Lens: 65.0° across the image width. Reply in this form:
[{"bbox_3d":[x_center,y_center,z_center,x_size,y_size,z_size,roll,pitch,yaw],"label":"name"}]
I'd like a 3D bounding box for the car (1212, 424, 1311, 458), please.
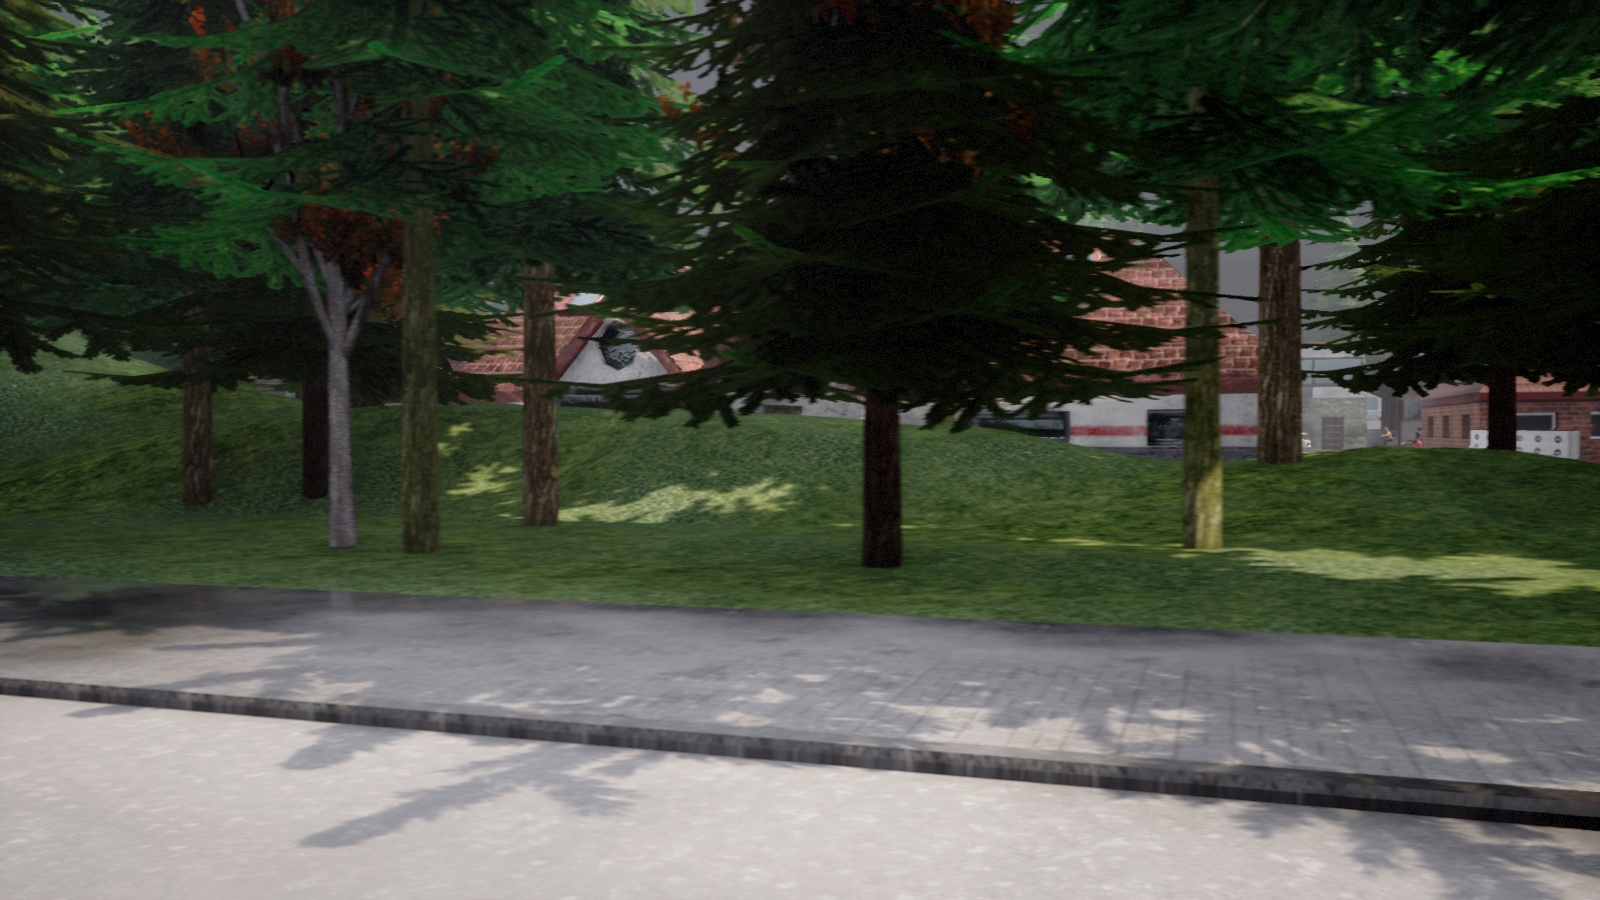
[{"bbox_3d":[28.117,-0.578,76.731,5.566,2.045,2.150,1,1,19],"label":"car"}]
